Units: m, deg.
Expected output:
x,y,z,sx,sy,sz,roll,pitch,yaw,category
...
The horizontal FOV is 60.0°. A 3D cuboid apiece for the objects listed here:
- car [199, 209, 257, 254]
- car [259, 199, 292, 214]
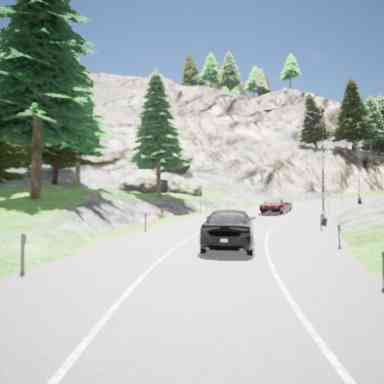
x,y,z,sx,sy,sz,roll,pitch,yaw,category
1.530,1.419,13.371,1.882,1.535,5.008,0,1,11,car
7.558,1.232,29.625,1.895,1.301,4.718,-1,1,29,car
